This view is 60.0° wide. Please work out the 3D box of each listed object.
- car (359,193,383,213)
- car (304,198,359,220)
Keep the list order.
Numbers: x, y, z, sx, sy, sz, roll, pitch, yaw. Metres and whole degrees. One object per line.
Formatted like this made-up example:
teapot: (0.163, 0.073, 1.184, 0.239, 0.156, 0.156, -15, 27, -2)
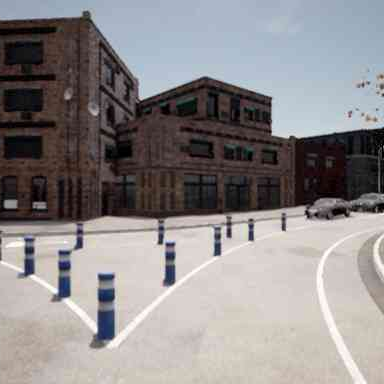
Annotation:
car: (16.579, 0.941, 30.849, 4.553, 1.767, 2.097, -1, 1, -41)
car: (10.542, 1.239, 25.646, 4.902, 1.511, 2.128, -1, 1, -41)
